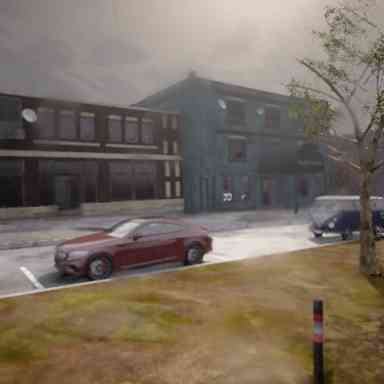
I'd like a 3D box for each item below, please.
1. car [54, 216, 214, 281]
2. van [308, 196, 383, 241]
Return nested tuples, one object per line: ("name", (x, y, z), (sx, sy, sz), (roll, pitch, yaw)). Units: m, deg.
("car", (-1.468, 1.456, 9.643), (4.674, 1.452, 2.002), (0, 0, -35))
("van", (7.454, 1.184, 16.027), (4.442, 1.987, 1.878), (0, 0, -33))
